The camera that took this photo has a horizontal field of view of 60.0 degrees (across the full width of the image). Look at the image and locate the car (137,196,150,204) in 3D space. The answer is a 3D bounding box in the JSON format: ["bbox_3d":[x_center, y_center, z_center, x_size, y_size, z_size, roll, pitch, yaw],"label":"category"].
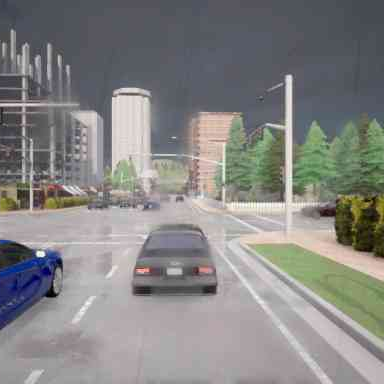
[{"bbox_3d":[-9.449,1.564,65.109,1.994,1.385,4.181,0,0,-1],"label":"car"}]

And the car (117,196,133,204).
[{"bbox_3d":[-12.926,1.547,64.373,2.033,1.411,5.357,0,0,-1],"label":"car"}]

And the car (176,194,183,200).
[{"bbox_3d":[-3.119,1.327,84.834,1.837,1.490,4.892,0,0,-2],"label":"car"}]

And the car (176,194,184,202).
[{"bbox_3d":[-2.788,1.493,75.621,1.837,1.490,4.892,0,0,-2],"label":"car"}]

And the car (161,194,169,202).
[{"bbox_3d":[-6.346,1.355,77.231,2.097,1.767,4.553,0,0,-2],"label":"car"}]

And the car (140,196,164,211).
[{"bbox_3d":[-4.941,1.526,41.478,1.812,1.442,4.674,0,0,-1],"label":"car"}]

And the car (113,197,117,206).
[{"bbox_3d":[-12.604,1.547,53.825,2.033,1.411,5.357,0,0,-2],"label":"car"}]

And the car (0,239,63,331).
[{"bbox_3d":[-3.719,1.478,5.488,1.882,1.535,5.008,0,0,-3],"label":"car"}]

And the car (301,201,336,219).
[{"bbox_3d":[11.796,1.478,28.131,5.008,1.535,1.882,0,0,-1],"label":"car"}]

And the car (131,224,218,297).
[{"bbox_3d":[-0.403,1.547,8.780,2.033,1.411,5.357,0,0,-2],"label":"car"}]

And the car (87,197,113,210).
[{"bbox_3d":[-12.252,1.547,43.787,2.033,1.411,5.357,0,0,-2],"label":"car"}]

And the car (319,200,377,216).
[{"bbox_3d":[14.733,1.526,31.643,4.674,1.442,1.812,0,0,-1],"label":"car"}]

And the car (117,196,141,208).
[{"bbox_3d":[-8.854,1.564,46.794,1.994,1.385,4.181,0,0,-2],"label":"car"}]
